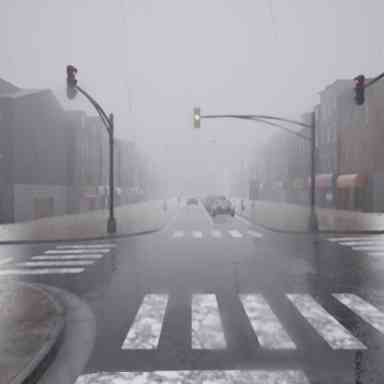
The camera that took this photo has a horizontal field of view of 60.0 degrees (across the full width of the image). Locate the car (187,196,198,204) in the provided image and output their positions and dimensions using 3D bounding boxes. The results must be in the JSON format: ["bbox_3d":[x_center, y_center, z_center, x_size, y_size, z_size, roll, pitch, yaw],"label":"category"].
[{"bbox_3d":[0.131,1.545,65.611,1.994,1.385,4.181,0,0,0],"label":"car"}]

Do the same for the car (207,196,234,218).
[{"bbox_3d":[2.689,1.399,30.129,1.967,1.590,4.097,-1,0,0],"label":"car"}]

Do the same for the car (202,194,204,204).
[{"bbox_3d":[2.709,1.274,40.934,2.192,1.841,5.009,-1,0,0],"label":"car"}]

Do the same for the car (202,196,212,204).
[{"bbox_3d":[2.754,1.502,62.713,1.752,1.417,4.829,-1,0,0],"label":"car"}]

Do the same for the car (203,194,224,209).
[{"bbox_3d":[2.699,1.274,35.531,2.192,1.841,5.009,-1,0,0],"label":"car"}]

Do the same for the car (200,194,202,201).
[{"bbox_3d":[2.732,1.405,51.738,1.967,1.590,4.097,-1,0,0],"label":"car"}]

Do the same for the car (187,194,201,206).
[{"bbox_3d":[0.110,1.473,55.191,1.837,1.490,4.892,0,0,0],"label":"car"}]

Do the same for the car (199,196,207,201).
[{"bbox_3d":[2.797,1.597,84.153,1.802,1.307,4.206,-1,0,0],"label":"car"}]
